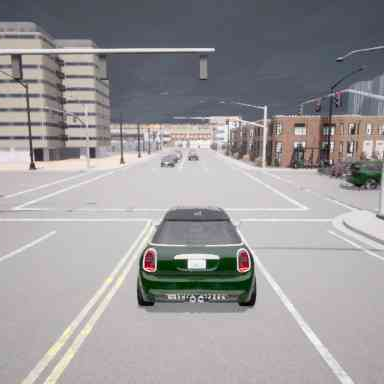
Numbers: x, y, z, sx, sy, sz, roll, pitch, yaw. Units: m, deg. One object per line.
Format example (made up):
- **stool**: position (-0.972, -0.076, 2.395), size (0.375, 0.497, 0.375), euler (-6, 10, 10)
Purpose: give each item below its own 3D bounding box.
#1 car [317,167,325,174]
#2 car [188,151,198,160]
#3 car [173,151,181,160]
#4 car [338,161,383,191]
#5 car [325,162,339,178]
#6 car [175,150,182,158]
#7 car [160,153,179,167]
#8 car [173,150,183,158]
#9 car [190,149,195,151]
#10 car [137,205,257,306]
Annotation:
- **car**: position (16.400, -2.507, 35.743), size (5.357, 1.411, 2.033), euler (0, 8, 0)
- **car**: position (0.248, -7.015, 66.372), size (1.895, 1.301, 4.718), euler (0, 8, 0)
- **car**: position (-3.450, -5.917, 58.183), size (1.882, 1.535, 5.008), euler (0, 9, 0)
- **car**: position (14.554, -1.251, 25.117), size (5.566, 2.045, 2.150), euler (0, 8, 0)
- **car**: position (16.053, -2.058, 32.265), size (5.008, 1.535, 1.882), euler (0, 8, 0)
- **car**: position (-3.361, -7.255, 67.478), size (1.812, 1.442, 4.674), euler (0, 8, 1)
- **car**: position (-3.504, -4.510, 48.846), size (2.128, 1.511, 4.902), euler (0, 8, 1)
- **car**: position (-3.327, -8.926, 77.528), size (2.097, 1.767, 4.553), euler (0, 8, 0)
- **car**: position (0.195, -10.388, 87.324), size (2.097, 1.767, 4.553), euler (0, 8, 0)
- **car**: position (0.093, 1.076, 7.648), size (2.097, 1.767, 4.553), euler (0, 4, 0)
